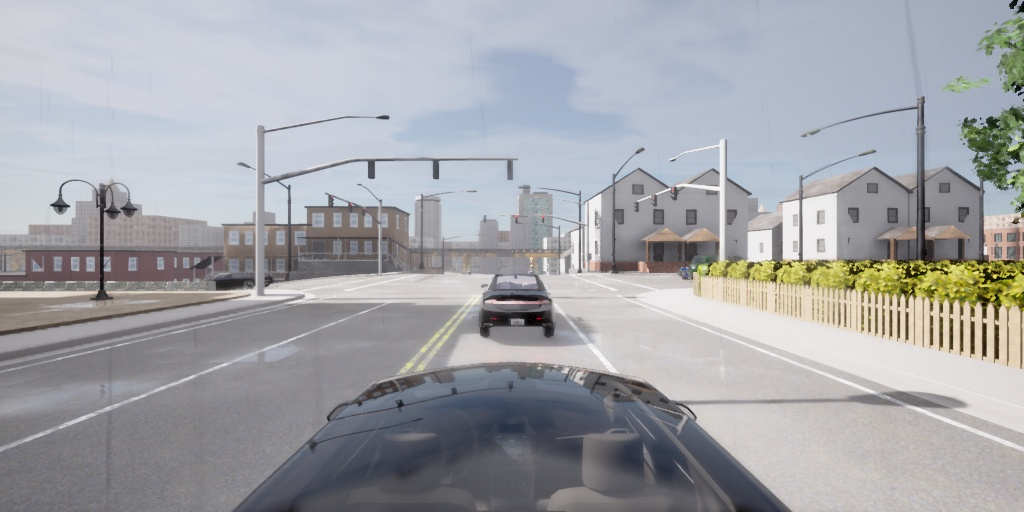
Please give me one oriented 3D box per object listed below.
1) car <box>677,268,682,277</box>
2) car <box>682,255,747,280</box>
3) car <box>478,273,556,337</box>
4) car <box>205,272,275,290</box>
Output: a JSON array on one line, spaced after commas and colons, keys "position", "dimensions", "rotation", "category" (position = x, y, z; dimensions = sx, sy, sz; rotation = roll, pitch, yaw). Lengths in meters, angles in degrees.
[{"position": [16.655, 1.228, 30.356], "dimensions": [5.008, 1.535, 1.882], "rotation": [0, 0, -1], "category": "car"}, {"position": [16.140, 0.971, 26.649], "dimensions": [5.566, 2.045, 2.150], "rotation": [0, 0, -1], "category": "car"}, {"position": [0.114, 1.242, 10.311], "dimensions": [2.128, 1.511, 4.902], "rotation": [0, 0, 0], "category": "car"}, {"position": [-20.153, 1.858, 26.187], "dimensions": [4.718, 1.301, 1.895], "rotation": [-4, 0, -1], "category": "car"}]
